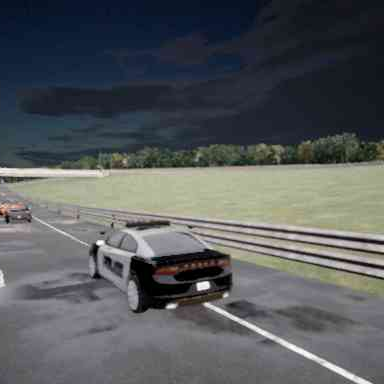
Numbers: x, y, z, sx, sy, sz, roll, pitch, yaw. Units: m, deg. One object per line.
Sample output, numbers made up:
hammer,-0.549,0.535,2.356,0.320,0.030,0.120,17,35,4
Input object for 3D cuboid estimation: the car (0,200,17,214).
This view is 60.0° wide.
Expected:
car,-20.784,1.659,38.109,2.097,1.767,4.553,0,0,-31

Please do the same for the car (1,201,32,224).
car,-14.989,1.812,28.654,2.128,1.511,4.902,0,0,-31

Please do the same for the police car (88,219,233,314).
police car,-1.143,1.498,8.129,1.930,1.638,5.238,0,-1,-31
